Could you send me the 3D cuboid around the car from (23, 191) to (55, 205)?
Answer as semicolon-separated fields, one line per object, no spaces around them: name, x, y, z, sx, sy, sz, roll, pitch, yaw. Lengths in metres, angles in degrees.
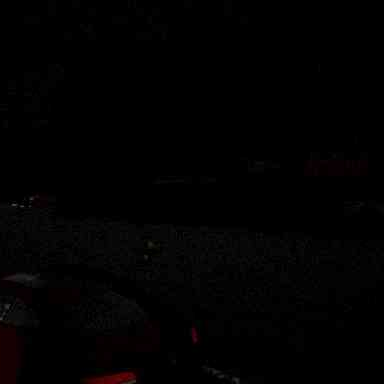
car;-19.029;0.732;42.465;2.097;1.767;4.553;1;2;36

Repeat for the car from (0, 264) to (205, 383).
car;-1.810;1.581;4.093;4.206;1.307;1.802;0;1;36
